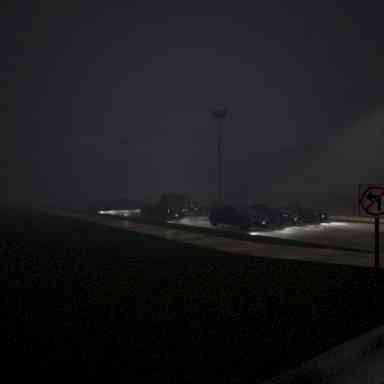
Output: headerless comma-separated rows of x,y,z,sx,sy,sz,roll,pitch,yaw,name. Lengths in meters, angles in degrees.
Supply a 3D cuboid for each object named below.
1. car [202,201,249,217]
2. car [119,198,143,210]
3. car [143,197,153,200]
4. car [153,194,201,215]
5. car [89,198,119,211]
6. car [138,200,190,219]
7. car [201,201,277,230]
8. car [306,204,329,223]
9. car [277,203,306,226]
3.196,1.601,32.772,1.895,1.301,4.718,0,0,-36,car
-8.693,1.507,43.214,1.837,1.490,4.892,0,-1,-36,car
-5.564,1.478,44.855,1.882,1.535,5.008,0,0,-35,car
-1.243,1.223,32.919,2.150,2.045,5.566,0,0,-36,car
-11.007,1.564,40.439,1.994,1.385,4.181,0,0,-36,car
-2.546,1.601,28.764,1.895,1.301,4.718,0,0,-36,car
2.872,1.526,21.377,1.812,1.442,4.674,0,0,-35,car
8.344,1.564,25.715,1.994,1.385,4.181,0,0,-36,car
5.438,1.526,23.795,1.812,1.442,4.674,0,0,-37,car
